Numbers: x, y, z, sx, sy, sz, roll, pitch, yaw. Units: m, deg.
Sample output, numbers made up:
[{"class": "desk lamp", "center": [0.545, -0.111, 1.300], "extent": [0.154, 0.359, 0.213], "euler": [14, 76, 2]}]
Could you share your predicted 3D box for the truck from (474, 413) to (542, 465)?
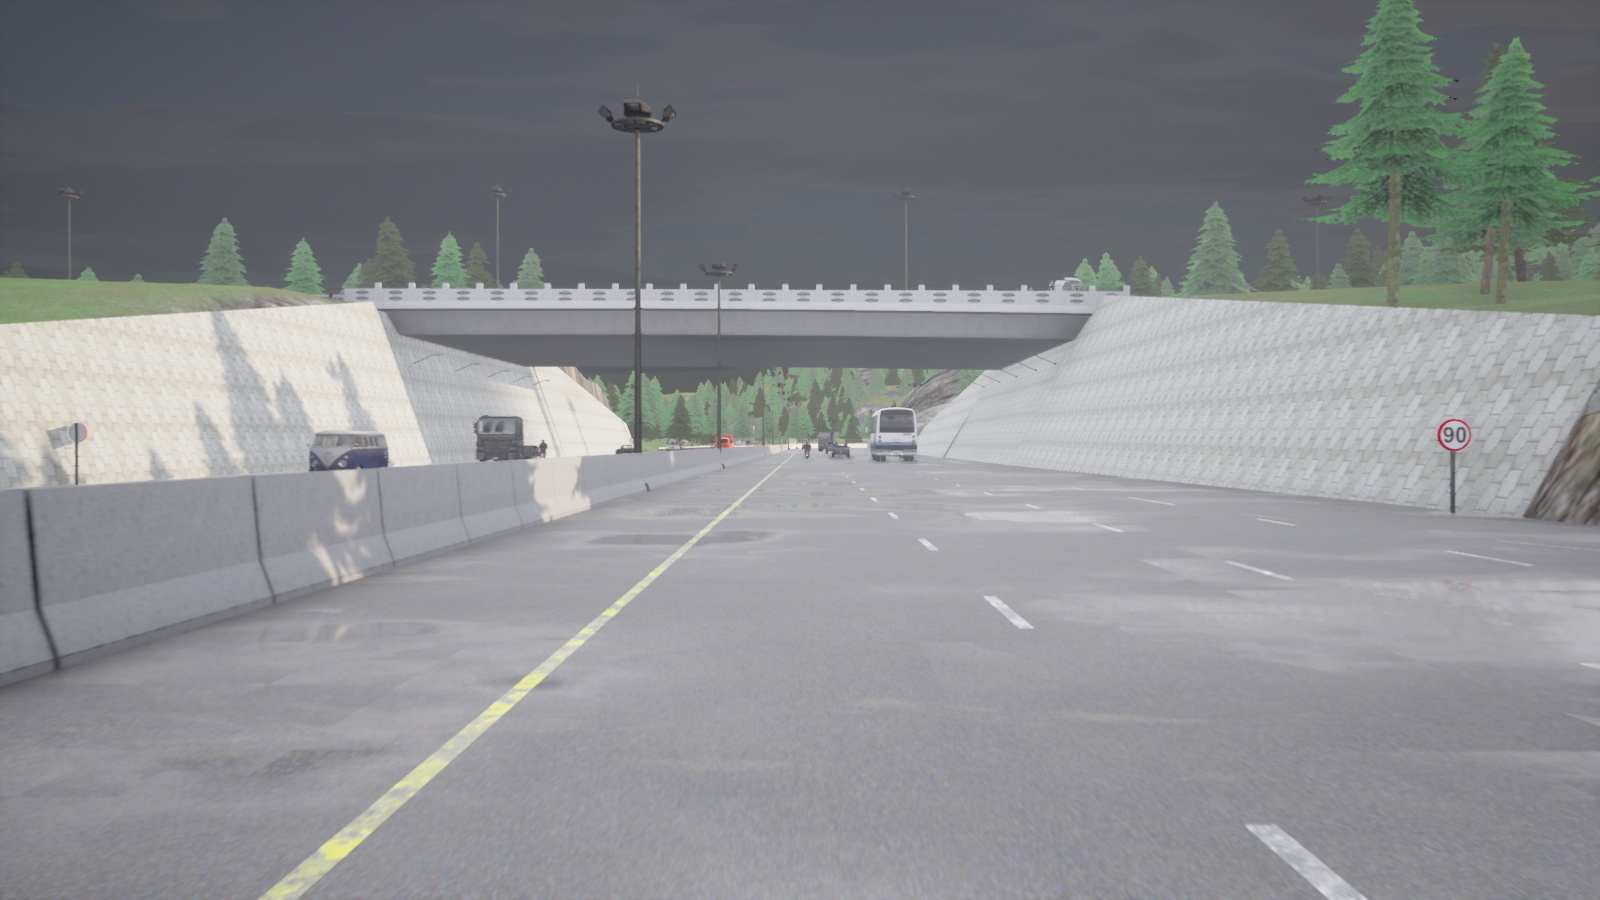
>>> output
[{"class": "truck", "center": [-20.481, -0.750, 88.462], "extent": [2.891, 3.462, 7.936], "euler": [0, 0, 0]}]

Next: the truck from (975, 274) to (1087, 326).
[{"class": "truck", "center": [17.482, -11.374, 95.450], "extent": [7.936, 3.462, 2.891], "euler": [1, 0, 1]}]

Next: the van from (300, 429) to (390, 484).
[{"class": "van", "center": [-17.213, 0.216, 47.741], "extent": [1.775, 1.987, 4.442], "euler": [0, 0, 0]}]
